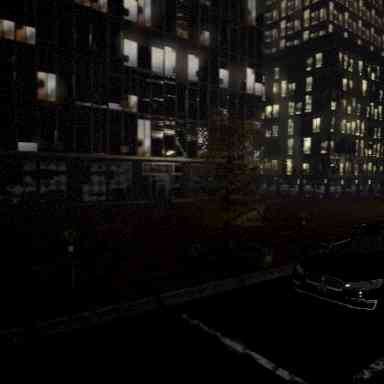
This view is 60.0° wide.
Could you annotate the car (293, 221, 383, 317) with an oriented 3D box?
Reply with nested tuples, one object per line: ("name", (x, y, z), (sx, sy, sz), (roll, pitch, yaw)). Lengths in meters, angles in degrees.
("car", (3.844, 1.321, 6.729), (4.403, 1.369, 2.008), (-1, 2, -38))
